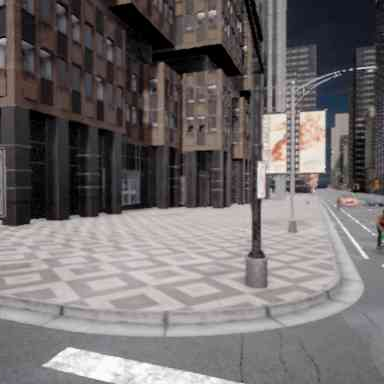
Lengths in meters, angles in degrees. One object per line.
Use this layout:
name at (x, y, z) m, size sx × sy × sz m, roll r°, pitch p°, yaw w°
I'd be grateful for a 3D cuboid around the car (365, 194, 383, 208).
car at (25.456, 1.374, 46.592) m, size 2.033 × 1.411 × 5.357 m, roll 0°, pitch 0°, yaw 20°

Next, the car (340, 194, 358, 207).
car at (22.419, 1.154, 47.747) m, size 2.097 × 1.767 × 4.553 m, roll 0°, pitch 0°, yaw 20°

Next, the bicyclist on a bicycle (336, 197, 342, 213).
bicyclist on a bicycle at (14.744, 1.302, 33.481) m, size 0.582 × 1.620 × 1.656 m, roll 0°, pitch 1°, yaw 20°

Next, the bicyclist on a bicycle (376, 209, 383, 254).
bicyclist on a bicycle at (6.566, 1.402, 11.369) m, size 0.582 × 1.620 × 1.656 m, roll 0°, pitch 1°, yaw 20°
